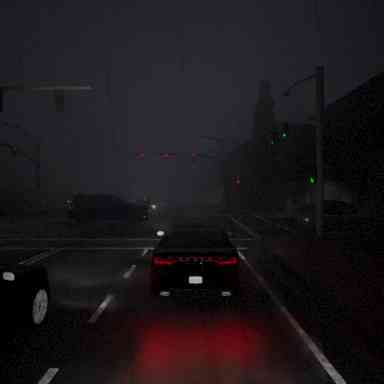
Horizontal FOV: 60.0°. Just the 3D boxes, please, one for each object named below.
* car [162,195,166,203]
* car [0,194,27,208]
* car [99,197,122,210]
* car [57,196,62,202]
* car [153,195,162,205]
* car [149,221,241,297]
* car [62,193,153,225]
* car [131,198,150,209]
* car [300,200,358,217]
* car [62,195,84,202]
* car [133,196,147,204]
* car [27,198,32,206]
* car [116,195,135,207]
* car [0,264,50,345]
[{"bbox_3d":[-6.560,1.351,67.618,2.097,1.767,4.553,0,0,2],"label":"car"},{"bbox_3d":[-24.946,1.153,44.090,4.605,1.855,1.932,0,0,0],"label":"car"},{"bbox_3d":[-10.705,1.505,44.077,1.837,1.490,4.892,0,0,1],"label":"car"},{"bbox_3d":[-24.903,1.156,66.608,3.866,1.878,1.905,0,0,0],"label":"car"},{"bbox_3d":[-6.910,1.352,56.520,2.097,1.767,4.553,0,0,2],"label":"car"},{"bbox_3d":[0.070,1.478,8.635,1.882,1.535,5.008,0,0,0],"label":"car"},{"bbox_3d":[-5.789,1.221,23.380,5.566,2.045,2.150,0,0,-3],"label":"car"},{"bbox_3d":[-7.157,1.601,46.712,1.895,1.301,4.718,0,0,1],"label":"car"},{"bbox_3d":[12.661,1.478,30.894,5.008,1.535,1.882,0,0,0],"label":"car"},{"bbox_3d":[-24.888,1.395,69.503,3.806,1.475,1.970,0,0,0],"label":"car"},{"bbox_3d":[-10.148,1.525,65.011,1.812,1.442,4.674,0,0,2],"label":"car"},{"bbox_3d":[-24.888,1.156,46.985,3.866,1.878,1.905,0,0,0],"label":"car"},{"bbox_3d":[-10.513,1.352,53.077,2.097,1.767,4.553,0,0,2],"label":"car"},{"bbox_3d":[-3.440,1.478,3.903,1.882,1.535,5.008,0,0,0],"label":"car"}]
